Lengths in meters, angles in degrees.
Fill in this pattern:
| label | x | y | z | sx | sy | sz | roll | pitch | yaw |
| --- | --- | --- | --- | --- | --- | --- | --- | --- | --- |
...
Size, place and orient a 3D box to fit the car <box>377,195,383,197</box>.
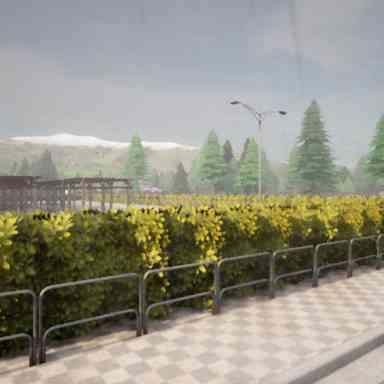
| label | x | y | z | sx | sy | sz | roll | pitch | yaw |
| --- | --- | --- | --- | --- | --- | --- | --- | --- | --- |
| car | 41.399 | 1.408 | 72.775 | 2.128 | 1.511 | 4.902 | 0 | 0 | 5 |
